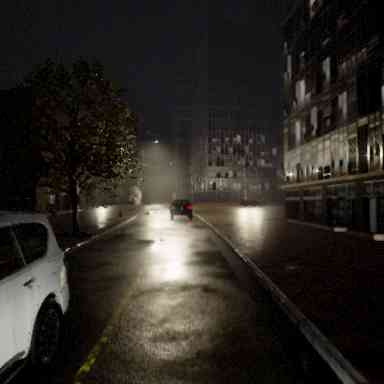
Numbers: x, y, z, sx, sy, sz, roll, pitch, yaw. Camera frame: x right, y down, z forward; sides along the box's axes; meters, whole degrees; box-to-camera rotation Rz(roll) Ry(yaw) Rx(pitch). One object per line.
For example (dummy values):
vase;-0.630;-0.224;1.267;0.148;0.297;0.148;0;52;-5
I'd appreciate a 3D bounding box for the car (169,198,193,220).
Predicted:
car;-1.118;1.657;33.622;2.150;2.045;5.566;0;-1;-4

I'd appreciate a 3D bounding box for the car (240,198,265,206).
car;12.074;2.055;66.479;5.009;1.841;2.192;0;-2;13

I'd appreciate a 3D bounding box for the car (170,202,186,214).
car;-1.941;2.096;44.177;1.812;1.442;4.674;0;-1;-7

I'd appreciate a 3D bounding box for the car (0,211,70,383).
car;-2.888;1.258;2.797;2.150;2.045;5.566;0;-1;0
